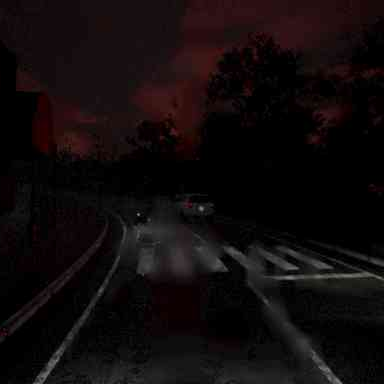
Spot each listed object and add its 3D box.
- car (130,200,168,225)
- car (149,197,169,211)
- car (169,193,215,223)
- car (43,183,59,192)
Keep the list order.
[{"bbox_3d":[-3.163,1.461,22.858,1.895,1.301,4.718,0,1,-15],"label":"car"},{"bbox_3d":[-3.653,1.199,35.809,2.033,1.411,5.357,1,1,-22],"label":"car"},{"bbox_3d":[0.008,1.098,24.590,2.150,2.045,5.566,1,1,-14],"label":"car"},{"bbox_3d":[-28.903,-1.019,68.162,2.097,1.767,4.553,2,2,-39],"label":"car"}]
